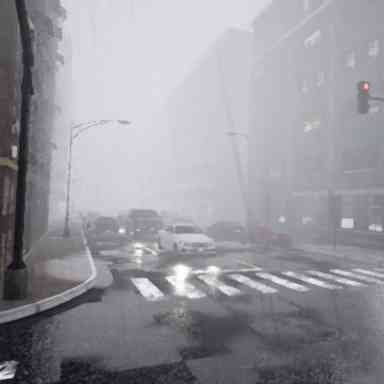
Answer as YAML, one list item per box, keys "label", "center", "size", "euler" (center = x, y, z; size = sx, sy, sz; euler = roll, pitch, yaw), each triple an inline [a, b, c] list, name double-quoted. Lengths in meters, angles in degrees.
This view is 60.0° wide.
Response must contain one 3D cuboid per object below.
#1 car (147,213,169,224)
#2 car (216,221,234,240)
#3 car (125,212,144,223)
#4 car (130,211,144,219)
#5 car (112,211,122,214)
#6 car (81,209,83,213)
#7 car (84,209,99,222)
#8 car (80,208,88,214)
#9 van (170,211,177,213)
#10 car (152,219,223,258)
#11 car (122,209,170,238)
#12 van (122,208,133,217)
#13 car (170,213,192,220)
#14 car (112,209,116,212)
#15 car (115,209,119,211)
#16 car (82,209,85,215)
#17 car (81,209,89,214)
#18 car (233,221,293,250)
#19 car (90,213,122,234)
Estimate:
- label: "car"
  center: [-4.778, 3.676, 46.163]
  size: [1.947, 1.339, 4.313]
  euler: [2, -3, -19]
- label: "car"
  center: [2.570, 2.853, 25.343]
  size: [1.947, 1.339, 4.313]
  euler: [2, -3, -19]
- label: "car"
  center: [-8.546, 3.747, 49.085]
  size: [1.895, 1.301, 4.718]
  euler: [3, -3, -19]
- label: "car"
  center: [-10.344, 4.262, 61.940]
  size: [1.752, 1.417, 4.829]
  euler: [2, -3, -19]
- label: "car"
  center: [-7.027, 3.062, 35.209]
  size: [1.994, 1.385, 4.181]
  euler: [3, -3, -19]
- label: "car"
  center: [-21.810, 4.296, 69.268]
  size: [1.752, 1.417, 4.829]
  euler: [2, -3, -19]
- label: "car"
  center: [-12.682, 3.286, 43.403]
  size: [1.887, 1.381, 4.507]
  euler: [2, -3, -19]
- label: "car"
  center: [-29.213, 5.156, 90.247]
  size: [1.887, 1.381, 4.507]
  euler: [2, -3, -19]
- label: "van"
  center: [-2.936, 3.245, 40.969]
  size: [1.690, 1.788, 3.998]
  euler: [2, -3, -19]
- label: "car"
  center: [-0.402, 2.283, 16.430]
  size: [1.812, 1.442, 4.674]
  euler: [3, -3, -20]
- label: "car"
  center: [-3.695, 2.345, 25.760]
  size: [2.150, 2.045, 5.566]
  euler: [3, -3, -20]
- label: "van"
  center: [-13.958, 4.487, 72.199]
  size: [1.690, 1.788, 3.998]
  euler: [2, -3, -19]
- label: "car"
  center: [-1.103, 3.243, 35.754]
  size: [1.887, 1.381, 4.507]
  euler: [2, -3, -19]
- label: "car"
  center: [-21.309, 5.530, 93.007]
  size: [2.008, 1.369, 4.403]
  euler: [2, -3, -19]
- label: "car"
  center: [-11.816, 4.018, 58.342]
  size: [1.837, 1.490, 4.892]
  euler: [3, -3, -19]
- label: "car"
  center: [-16.356, 3.736, 53.811]
  size: [1.802, 1.307, 4.206]
  euler: [2, -3, -19]
- label: "car"
  center: [-27.377, 4.968, 85.041]
  size: [1.947, 1.339, 4.313]
  euler: [2, -3, -19]
- label: "car"
  center: [4.406, 2.664, 20.137]
  size: [1.802, 1.307, 4.206]
  euler: [2, -3, -19]
- label: "car"
  center: [-7.171, 2.690, 27.786]
  size: [1.947, 1.339, 4.313]
  euler: [2, -3, -19]
